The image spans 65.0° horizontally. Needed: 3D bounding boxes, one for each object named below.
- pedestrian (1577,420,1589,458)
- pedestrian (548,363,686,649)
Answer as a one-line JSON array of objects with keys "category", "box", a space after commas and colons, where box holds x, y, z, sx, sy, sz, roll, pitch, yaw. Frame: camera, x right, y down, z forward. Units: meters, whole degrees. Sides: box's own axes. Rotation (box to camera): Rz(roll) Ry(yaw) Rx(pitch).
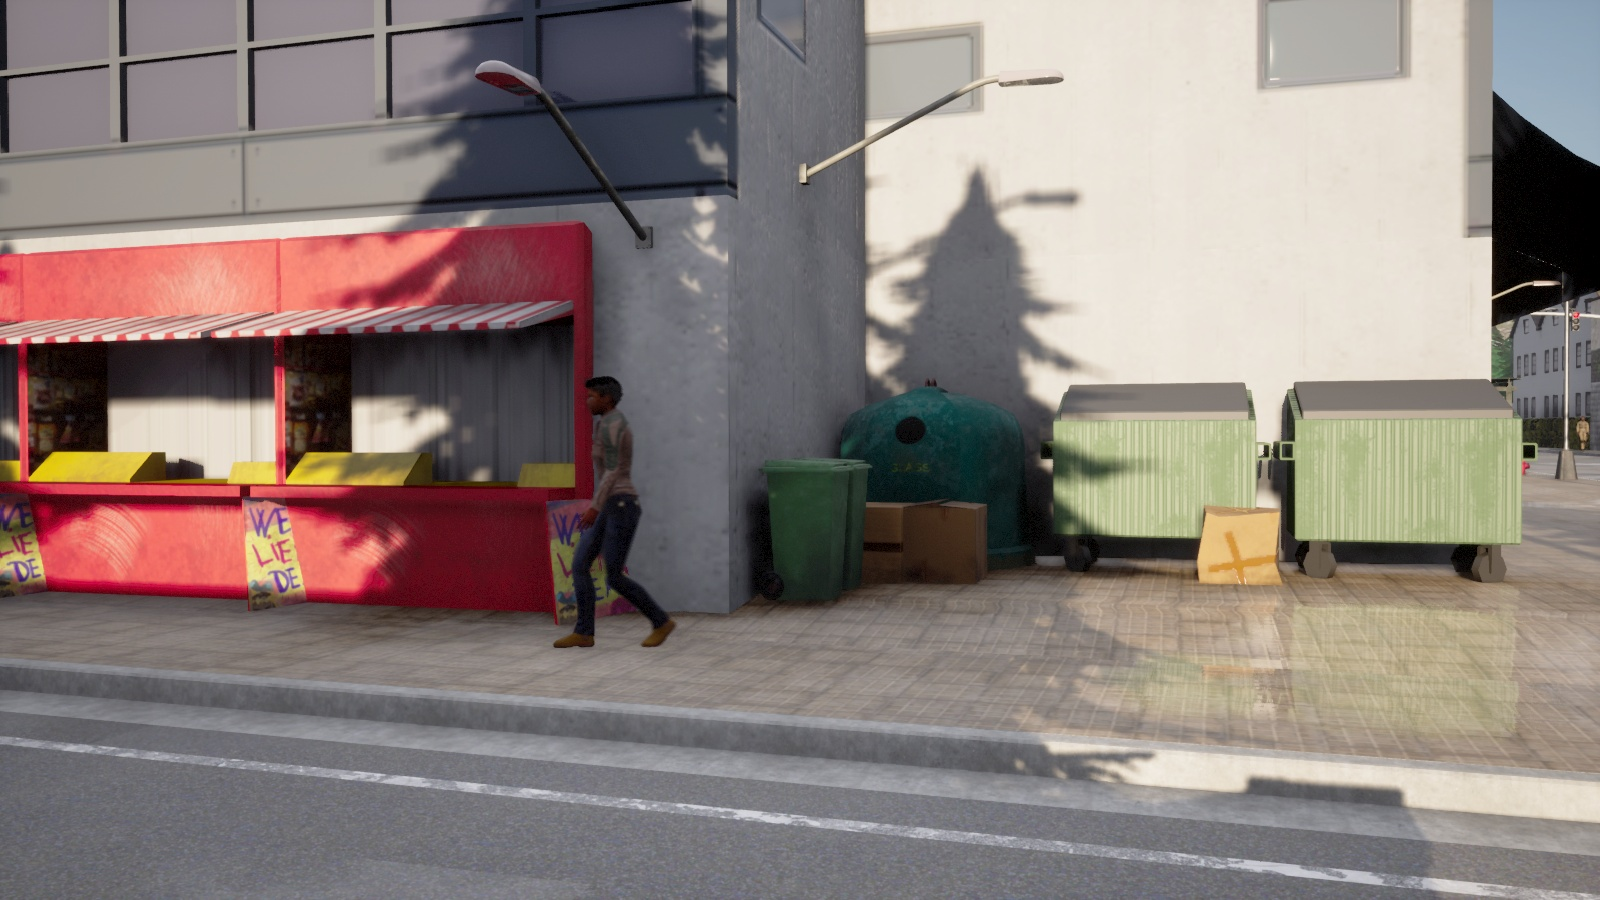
[{"category": "pedestrian", "box": [39.878, -0.567, 63.956, 0.396, 1.930, 0.692, 1, 1, 24]}, {"category": "pedestrian", "box": [-1.195, 0.350, 8.173, 0.869, 1.805, 0.328, 0, 1, -12]}]
